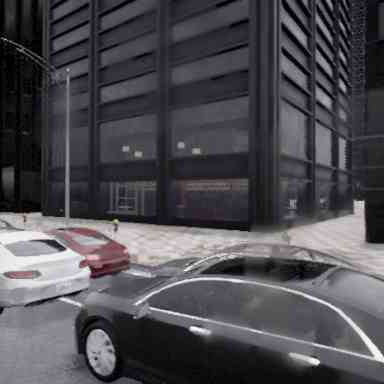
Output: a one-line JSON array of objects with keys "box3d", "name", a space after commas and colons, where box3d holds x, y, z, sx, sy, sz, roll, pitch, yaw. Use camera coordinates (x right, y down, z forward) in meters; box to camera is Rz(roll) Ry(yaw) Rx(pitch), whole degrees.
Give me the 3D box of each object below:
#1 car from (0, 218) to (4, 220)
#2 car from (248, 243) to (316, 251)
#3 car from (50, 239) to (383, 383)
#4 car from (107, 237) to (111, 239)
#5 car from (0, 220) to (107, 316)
[{"box3d": [-8.092, 1.613, 12.537, 4.403, 1.369, 2.008, 0, 0, 36], "name": "car"}, {"box3d": [1.031, 1.592, 5.916, 4.403, 1.369, 2.008, 0, 0, 36], "name": "car"}, {"box3d": [0.619, 1.533, 3.839, 4.892, 1.490, 1.837, 0, 0, 36], "name": "car"}, {"box3d": [-3.531, 1.633, 9.226, 4.206, 1.307, 1.802, 0, 0, 36], "name": "car"}, {"box3d": [-4.200, 1.565, 7.413, 4.674, 1.442, 1.812, 0, 0, 36], "name": "car"}]
